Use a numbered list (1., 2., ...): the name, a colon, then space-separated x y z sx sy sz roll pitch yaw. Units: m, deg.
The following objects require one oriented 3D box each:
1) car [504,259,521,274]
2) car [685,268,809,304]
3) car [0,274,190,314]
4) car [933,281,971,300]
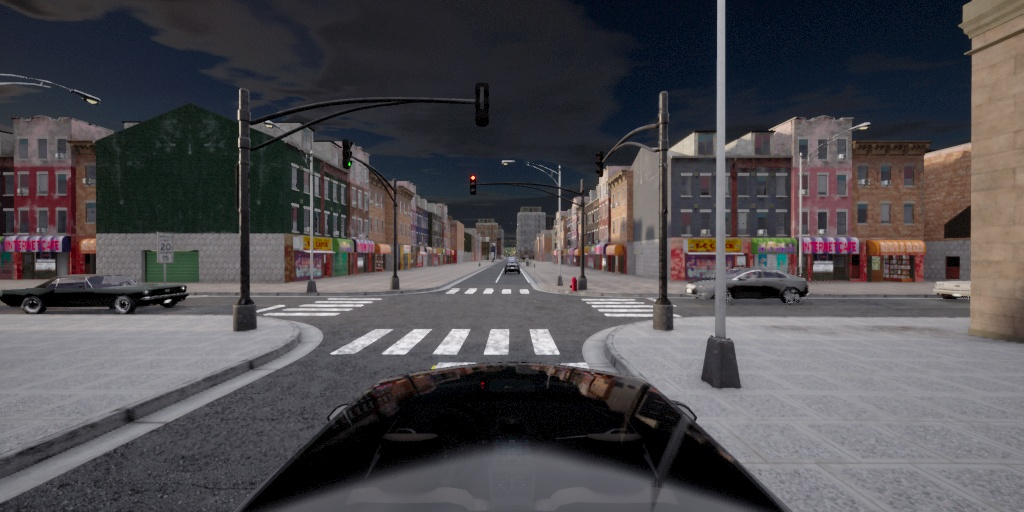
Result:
1. car: 0.022 1.313 40.639 1.948 1.339 4.313 0 0 0
2. car: 10.206 1.272 15.761 4.902 1.511 2.128 0 0 -2
3. car: -14.635 1.312 12.851 4.718 1.301 1.895 0 0 -3
4. car: 21.830 1.417 15.824 4.718 1.301 1.895 0 0 0
